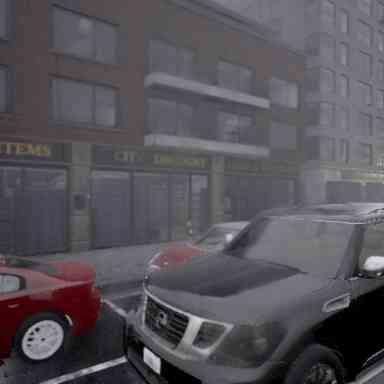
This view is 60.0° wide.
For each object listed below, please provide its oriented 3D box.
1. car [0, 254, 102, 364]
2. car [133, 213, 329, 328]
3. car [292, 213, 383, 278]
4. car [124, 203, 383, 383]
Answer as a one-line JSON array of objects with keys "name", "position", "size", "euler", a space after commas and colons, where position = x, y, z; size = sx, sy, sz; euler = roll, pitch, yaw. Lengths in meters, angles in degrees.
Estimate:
[{"name": "car", "position": [-3.474, 1.547, 4.274], "size": [4.507, 1.381, 1.887], "euler": [0, 1, -36]}, {"name": "car", "position": [0.988, 1.422, 7.459], "size": [4.097, 1.590, 1.967], "euler": [0, 1, -36]}, {"name": "car", "position": [5.449, 1.515, 10.645], "size": [4.403, 1.369, 2.008], "euler": [0, 1, -36]}, {"name": "car", "position": [1.884, 1.208, 4.689], "size": [5.566, 2.045, 2.150], "euler": [0, 0, -35]}]
